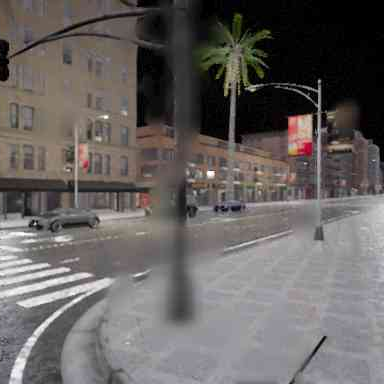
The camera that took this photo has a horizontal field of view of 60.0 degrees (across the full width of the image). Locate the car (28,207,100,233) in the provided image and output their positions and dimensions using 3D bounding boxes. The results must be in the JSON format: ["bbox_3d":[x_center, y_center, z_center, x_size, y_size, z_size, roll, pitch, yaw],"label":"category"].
[{"bbox_3d":[-7.764,1.635,20.519,1.994,1.385,4.181,0,0,36],"label":"car"}]

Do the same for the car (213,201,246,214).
[{"bbox_3d":[4.233,1.668,37.398,1.895,1.301,4.718,0,0,36],"label":"car"}]

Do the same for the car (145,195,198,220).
[{"bbox_3d":[-1.640,1.291,29.141,2.150,2.045,5.566,0,0,36],"label":"car"}]
